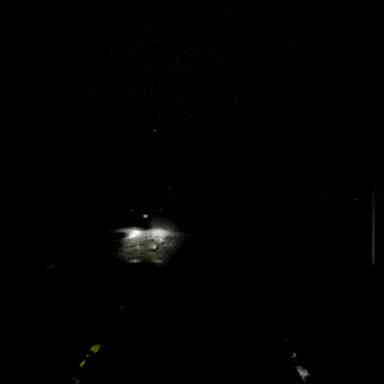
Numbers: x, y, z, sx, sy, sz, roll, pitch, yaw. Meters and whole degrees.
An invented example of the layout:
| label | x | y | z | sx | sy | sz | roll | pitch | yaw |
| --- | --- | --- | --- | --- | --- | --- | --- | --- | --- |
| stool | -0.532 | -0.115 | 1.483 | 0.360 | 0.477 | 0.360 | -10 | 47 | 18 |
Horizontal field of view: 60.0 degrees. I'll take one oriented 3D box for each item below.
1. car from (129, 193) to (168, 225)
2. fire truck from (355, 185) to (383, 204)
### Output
| label | x | y | z | sx | sy | sz | roll | pitch | yaw |
| --- | --- | --- | --- | --- | --- | --- | --- | --- | --- |
| car | -2.846 | 1.106 | 23.097 | 2.150 | 2.045 | 5.566 | 0 | 0 | 0 |
| fire truck | 39.399 | 0.566 | 70.571 | 8.468 | 3.827 | 2.891 | 1 | 1 | 0 |
